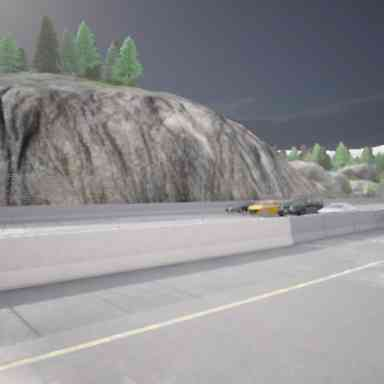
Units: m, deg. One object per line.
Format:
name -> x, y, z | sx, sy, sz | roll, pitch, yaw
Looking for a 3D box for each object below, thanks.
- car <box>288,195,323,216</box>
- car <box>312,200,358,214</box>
car -> 10.207, 1.322, 30.684 | 5.566, 2.045, 2.150 | 0, 0, -41
car -> 12.233, 1.619, 27.802 | 4.674, 1.442, 1.812 | 0, 0, -41
